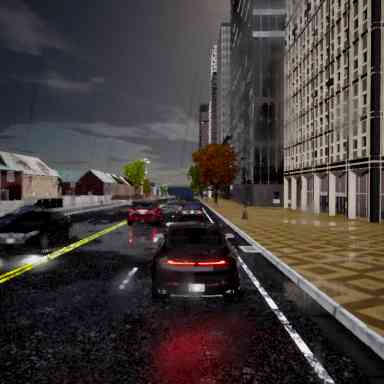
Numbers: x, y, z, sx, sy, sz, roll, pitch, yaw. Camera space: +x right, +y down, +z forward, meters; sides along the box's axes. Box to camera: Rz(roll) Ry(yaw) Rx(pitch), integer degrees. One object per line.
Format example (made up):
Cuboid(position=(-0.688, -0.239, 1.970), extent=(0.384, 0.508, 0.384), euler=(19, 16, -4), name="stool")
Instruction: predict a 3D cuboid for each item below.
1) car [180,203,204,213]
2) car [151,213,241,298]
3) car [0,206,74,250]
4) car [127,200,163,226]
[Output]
Cuboid(position=(-0.006, 1.568, 27.071), extent=(2.033, 1.411, 5.357), euler=(0, 0, 0), name="car")
Cuboid(position=(0.070, 1.506, 8.494), extent=(1.837, 1.490, 4.892), euler=(0, 0, 0), name="car")
Cuboid(position=(-6.667, 1.530, 14.542), extent=(1.812, 1.442, 4.674), euler=(0, 0, 0), name="car")
Cuboid(position=(-3.242, 1.368, 23.863), extent=(2.097, 1.767, 4.553), euler=(0, 0, 0), name="car")
